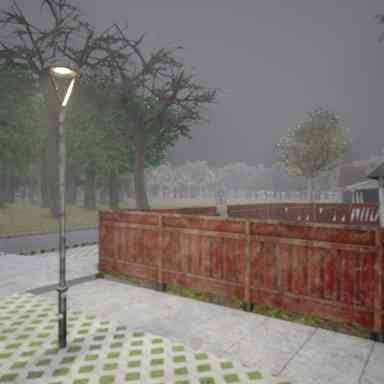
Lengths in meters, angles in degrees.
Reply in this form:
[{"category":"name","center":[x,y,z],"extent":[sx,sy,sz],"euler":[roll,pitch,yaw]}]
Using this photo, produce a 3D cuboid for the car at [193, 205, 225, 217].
[{"category":"car","center":[0.955,1.786,26.718],"extent":[1.812,1.442,4.674],"euler":[-2,-2,32]}]
